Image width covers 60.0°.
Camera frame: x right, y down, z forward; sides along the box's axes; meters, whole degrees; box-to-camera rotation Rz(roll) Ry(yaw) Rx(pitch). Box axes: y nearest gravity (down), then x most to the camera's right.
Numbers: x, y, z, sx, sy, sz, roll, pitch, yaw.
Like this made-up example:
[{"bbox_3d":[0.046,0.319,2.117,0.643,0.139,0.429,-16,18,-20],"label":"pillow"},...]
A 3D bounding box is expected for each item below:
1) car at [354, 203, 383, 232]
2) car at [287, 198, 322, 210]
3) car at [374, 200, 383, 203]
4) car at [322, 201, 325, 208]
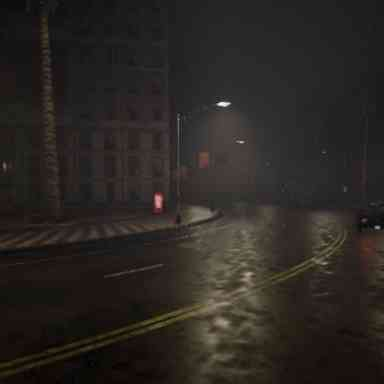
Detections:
[{"bbox_3d":[10.555,1.552,19.372,1.895,1.301,4.718,0,0,23],"label":"car"},{"bbox_3d":[13.886,1.504,42.180,2.033,1.411,5.357,0,0,-6],"label":"car"},{"bbox_3d":[16.831,1.409,28.998,2.128,1.511,4.902,0,0,10],"label":"car"},{"bbox_3d":[16.729,1.505,46.436,1.994,1.385,4.181,0,0,-7],"label":"car"}]
